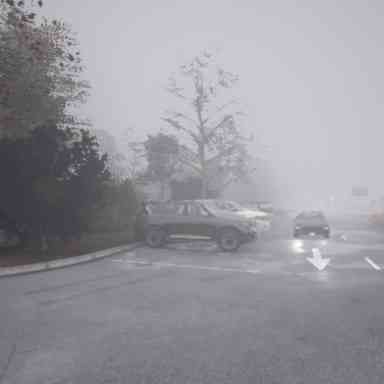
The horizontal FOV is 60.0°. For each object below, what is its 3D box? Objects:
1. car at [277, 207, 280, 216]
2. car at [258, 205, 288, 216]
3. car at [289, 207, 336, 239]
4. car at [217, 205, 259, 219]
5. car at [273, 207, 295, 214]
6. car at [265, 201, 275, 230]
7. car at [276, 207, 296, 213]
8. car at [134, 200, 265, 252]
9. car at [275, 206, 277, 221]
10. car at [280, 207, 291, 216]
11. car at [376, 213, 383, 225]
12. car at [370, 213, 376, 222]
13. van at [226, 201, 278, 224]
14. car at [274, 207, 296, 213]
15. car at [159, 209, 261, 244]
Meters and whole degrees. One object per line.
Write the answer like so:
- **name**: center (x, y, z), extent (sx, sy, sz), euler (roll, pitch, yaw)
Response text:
- **car**: center (4.324, 1.963, 27.951), extent (5.366, 1.575, 1.946), euler (0, -2, 19)
- **car**: center (13.001, 2.907, 53.248), extent (4.553, 1.767, 2.185), euler (0, -3, 19)
- **car**: center (6.959, 1.809, 19.433), extent (2.033, 1.411, 5.357), euler (0, -2, 19)
- **car**: center (5.947, 2.615, 43.202), extent (4.902, 1.511, 2.128), euler (-5, -4, 29)
- **car**: center (22.048, 4.331, 79.297), extent (4.892, 1.521, 2.231), euler (0, -3, 19)
- **car**: center (1.860, 1.504, 19.949), extent (5.566, 2.045, 2.435), euler (0, -1, 18)
- **car**: center (24.142, 4.673, 85.359), extent (4.674, 1.452, 2.002), euler (0, -3, 19)
- **car**: center (0.145, 1.406, 14.763), extent (5.566, 2.045, 2.435), euler (0, -1, 18)
- **car**: center (3.477, 1.890, 25.429), extent (5.366, 1.575, 1.946), euler (0, -2, 19)
- **car**: center (12.034, 2.924, 50.224), extent (4.674, 1.452, 2.002), euler (0, -3, 19)
- **car**: center (15.855, 1.719, 23.271), extent (4.553, 1.767, 2.185), euler (0, -2, 19)
- **car**: center (16.988, 1.927, 25.963), extent (5.366, 1.575, 1.946), euler (0, -2, 19)
- **van**: center (5.500, 1.822, 30.509), extent (4.442, 1.987, 1.878), euler (0, -2, 19)
- **car**: center (23.106, 4.484, 82.391), extent (5.008, 1.535, 2.097), euler (0, -3, 19)
- **car**: center (0.962, 1.705, 17.300), extent (4.892, 1.521, 2.231), euler (0, -1, 18)
